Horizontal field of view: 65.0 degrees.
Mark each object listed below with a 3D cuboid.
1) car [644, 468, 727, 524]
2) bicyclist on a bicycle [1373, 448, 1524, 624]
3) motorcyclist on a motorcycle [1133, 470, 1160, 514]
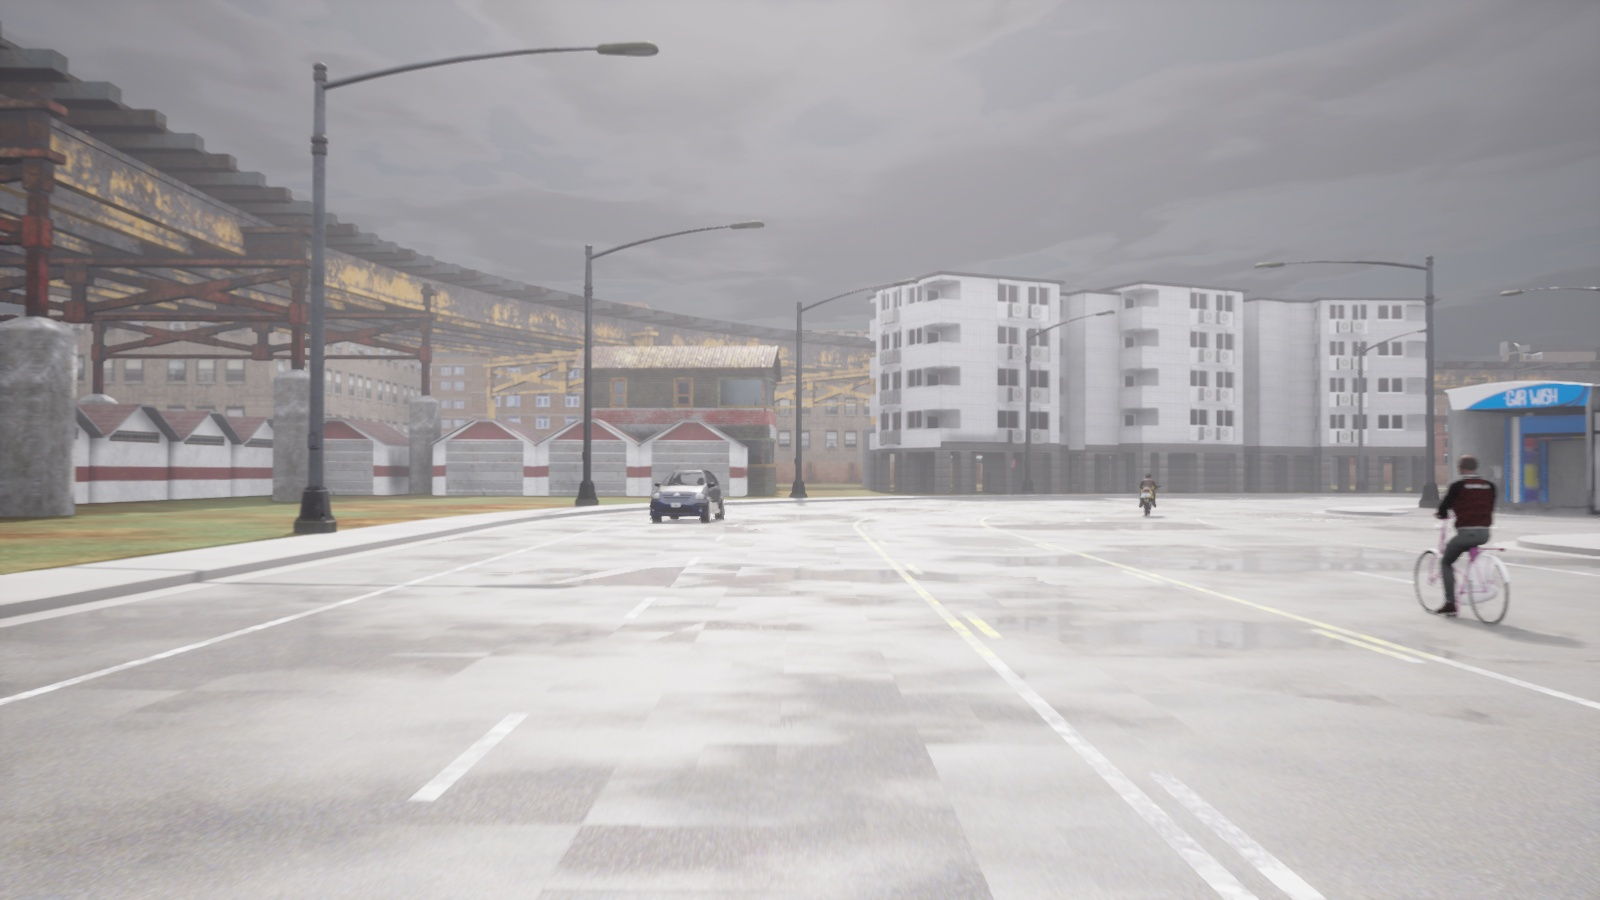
[{"bbox_3d":[-3.432,1.368,38.452,1.851,1.617,3.988,0,-1,5],"label":"car"},{"bbox_3d":[6.983,0.885,13.638,0.659,1.776,1.843,0,-1,-1],"label":"bicyclist on a bicycle"},{"bbox_3d":[12.400,1.497,44.915,0.797,1.523,2.044,0,-1,19],"label":"motorcyclist on a motorcycle"}]
